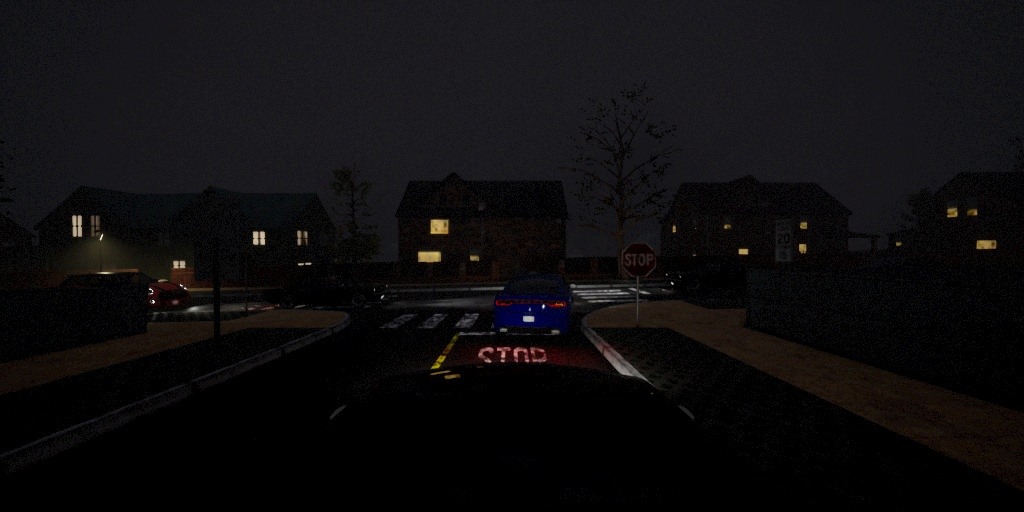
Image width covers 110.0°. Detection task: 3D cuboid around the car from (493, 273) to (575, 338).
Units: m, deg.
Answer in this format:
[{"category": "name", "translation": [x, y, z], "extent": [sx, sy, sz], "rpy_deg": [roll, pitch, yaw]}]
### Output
[{"category": "car", "translation": [0.786, 1.227, 10.289], "extent": [1.882, 1.535, 5.008], "rpy_deg": [0, 0, 10]}]

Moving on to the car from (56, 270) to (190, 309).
[{"category": "car", "translation": [-16.799, 1.472, 15.488], "extent": [4.553, 1.767, 2.097], "rpy_deg": [-1, 1, 0]}]

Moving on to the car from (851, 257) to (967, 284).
[{"category": "car", "translation": [20.055, 0.754, 18.461], "extent": [5.357, 1.411, 2.033], "rpy_deg": [-1, 1, 0]}]

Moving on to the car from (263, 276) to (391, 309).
[{"category": "car", "translation": [-7.812, 1.506, 15.496], "extent": [4.718, 1.301, 1.895], "rpy_deg": [-1, 1, 0]}]

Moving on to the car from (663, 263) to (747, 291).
[{"category": "car", "translation": [10.410, 1.034, 18.425], "extent": [4.718, 1.301, 1.895], "rpy_deg": [-1, 1, -1]}]
